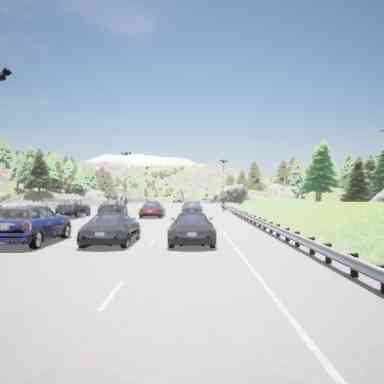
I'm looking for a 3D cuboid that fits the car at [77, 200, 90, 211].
[{"bbox_3d":[-10.500,1.494,29.607,2.128,1.511,4.902,0,0,0],"label":"car"}]

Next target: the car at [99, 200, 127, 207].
[{"bbox_3d":[-7.001,1.492,29.607,2.128,1.511,4.902,0,0,0],"label":"car"}]

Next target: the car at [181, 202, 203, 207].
[{"bbox_3d":[-0.001,1.554,29.607,2.033,1.411,5.357,0,0,0],"label":"car"}]

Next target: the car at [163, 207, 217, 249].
[{"bbox_3d":[0.000,1.567,14.607,1.994,1.385,4.181,0,0,0],"label":"car"}]

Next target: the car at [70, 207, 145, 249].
[{"bbox_3d":[-3.500,1.570,14.607,1.994,1.385,4.181,0,0,0],"label":"car"}]

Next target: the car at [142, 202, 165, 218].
[{"bbox_3d":[-3.501,1.566,29.607,1.994,1.385,4.181,0,0,0],"label":"car"}]

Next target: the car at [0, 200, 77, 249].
[{"bbox_3d":[-7.000,1.364,14.577,2.097,1.767,4.553,0,0,0],"label":"car"}]
